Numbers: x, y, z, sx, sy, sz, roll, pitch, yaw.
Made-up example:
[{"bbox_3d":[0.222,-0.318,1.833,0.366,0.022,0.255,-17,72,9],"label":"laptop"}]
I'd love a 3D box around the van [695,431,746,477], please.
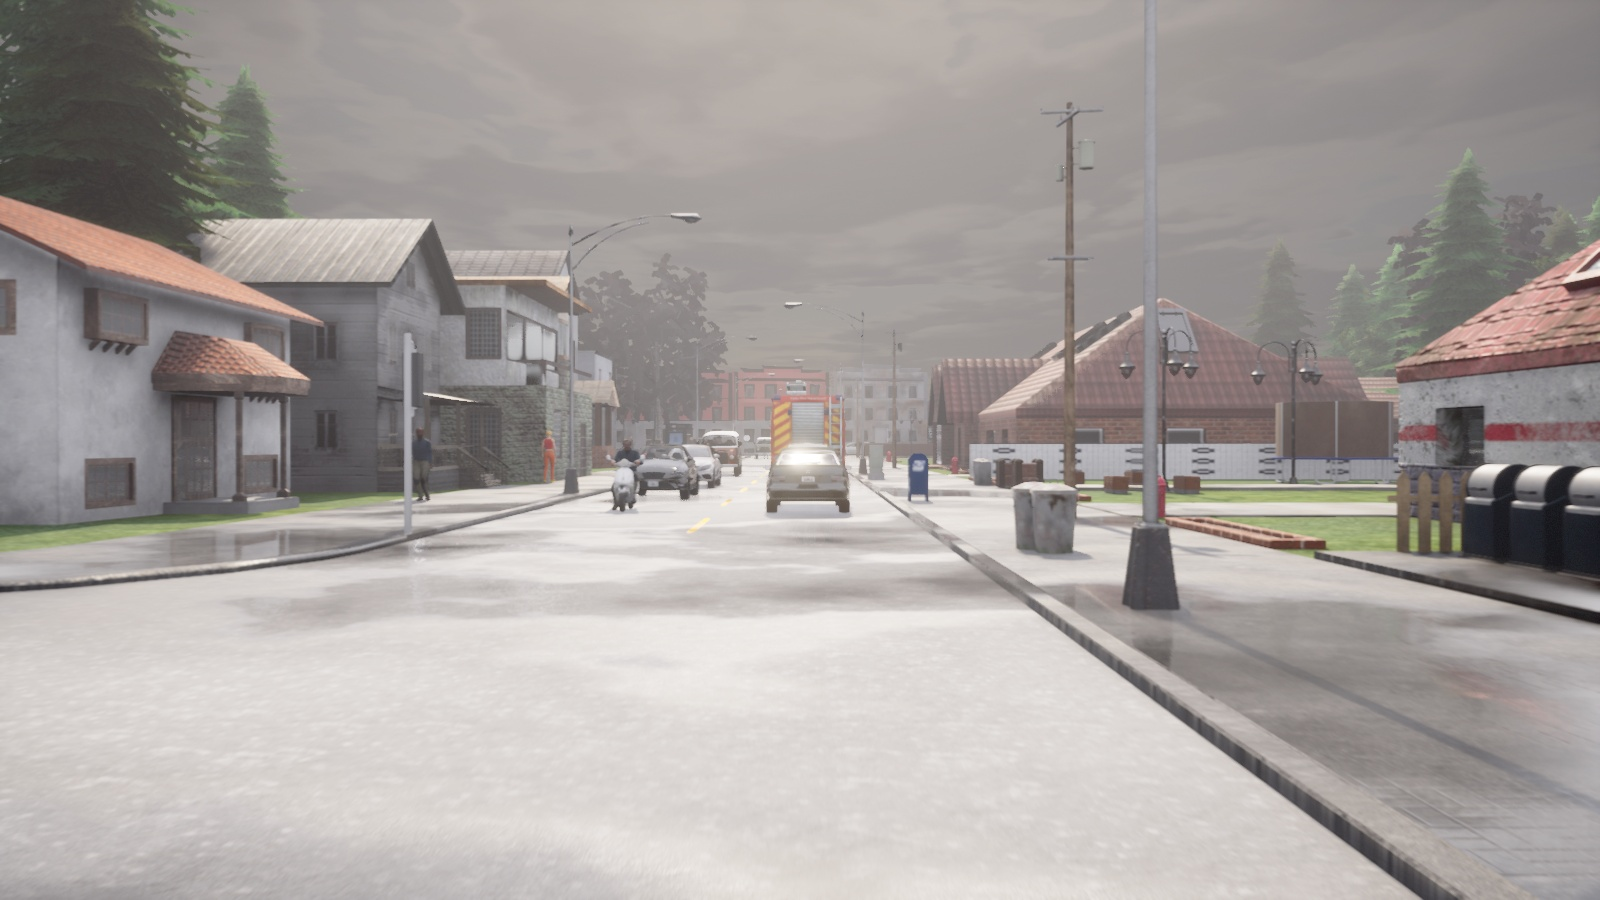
[{"bbox_3d":[-3.645,0.139,58.098,2.069,2.038,4.480,0,1,0],"label":"van"}]

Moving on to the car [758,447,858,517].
[{"bbox_3d":[0.179,0.636,28.134,2.033,1.411,5.357,0,0,0],"label":"car"}]

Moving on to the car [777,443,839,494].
[{"bbox_3d":[0.245,0.532,39.403,1.837,1.490,4.892,0,1,0],"label":"car"}]

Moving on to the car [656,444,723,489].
[{"bbox_3d":[-3.734,0.528,43.150,1.812,1.442,4.674,0,0,1],"label":"car"}]

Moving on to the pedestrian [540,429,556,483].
[{"bbox_3d":[-8.739,0.205,43.600,0.345,1.836,0.594,0,0,11],"label":"pedestrian"}]

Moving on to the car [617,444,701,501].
[{"bbox_3d":[-3.784,0.564,34.397,1.816,1.474,4.193,0,0,0],"label":"car"}]

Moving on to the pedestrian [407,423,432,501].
[{"bbox_3d":[-9.033,0.282,29.808,0.370,1.835,0.726,0,0,0],"label":"pedestrian"}]

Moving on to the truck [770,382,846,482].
[{"bbox_3d":[0.321,-0.709,52.088,2.891,3.827,8.468,0,0,0],"label":"truck"}]

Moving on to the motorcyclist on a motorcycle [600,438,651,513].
[{"bbox_3d":[-3.830,0.542,27.686,0.866,1.590,1.817,0,0,0],"label":"motorcyclist on a motorcycle"}]
